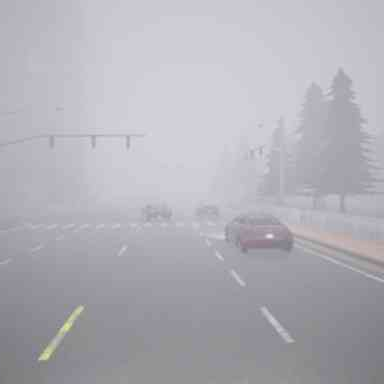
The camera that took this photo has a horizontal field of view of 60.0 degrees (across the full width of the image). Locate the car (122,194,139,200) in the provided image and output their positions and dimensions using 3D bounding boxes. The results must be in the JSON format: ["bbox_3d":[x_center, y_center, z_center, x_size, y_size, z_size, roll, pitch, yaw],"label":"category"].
[{"bbox_3d":[-16.326,1.424,88.141,1.882,1.535,5.008,0,0,-43],"label":"car"}]

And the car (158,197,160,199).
[{"bbox_3d":[-11.053,1.503,92.728,1.895,1.301,4.718,0,0,-43],"label":"car"}]

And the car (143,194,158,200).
[{"bbox_3d":[-9.306,1.285,73.785,2.097,1.767,4.553,0,0,-9],"label":"car"}]

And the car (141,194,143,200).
[{"bbox_3d":[-13.908,1.428,90.664,1.837,1.490,4.892,0,0,-43],"label":"car"}]

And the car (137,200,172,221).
[{"bbox_3d":[-3.052,1.581,27.203,1.895,1.301,4.718,0,0,-17],"label":"car"}]

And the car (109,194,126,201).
[{"bbox_3d":[-18.924,1.477,85.792,2.128,1.511,4.902,0,0,-43],"label":"car"}]

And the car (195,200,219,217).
[{"bbox_3d":[1.324,1.471,30.089,1.812,1.442,4.674,0,0,-4],"label":"car"}]

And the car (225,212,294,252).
[{"bbox_3d":[2.599,1.524,13.712,1.994,1.385,4.181,0,0,-4],"label":"car"}]

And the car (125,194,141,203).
[{"bbox_3d":[-12.554,1.477,71.242,1.812,1.442,4.674,0,0,-4],"label":"car"}]
